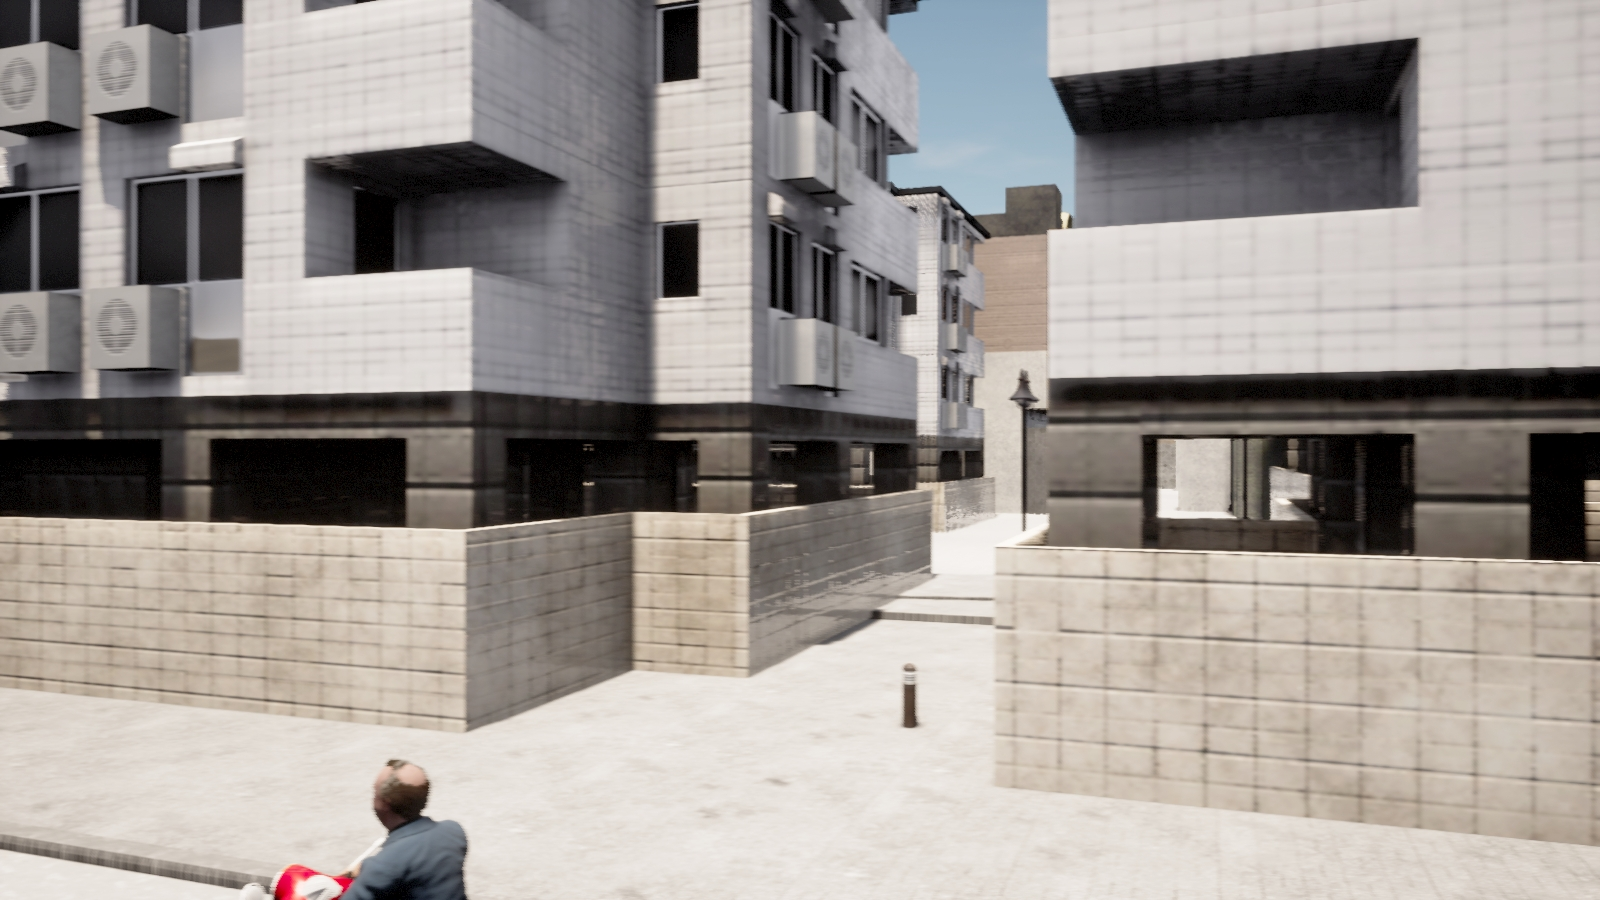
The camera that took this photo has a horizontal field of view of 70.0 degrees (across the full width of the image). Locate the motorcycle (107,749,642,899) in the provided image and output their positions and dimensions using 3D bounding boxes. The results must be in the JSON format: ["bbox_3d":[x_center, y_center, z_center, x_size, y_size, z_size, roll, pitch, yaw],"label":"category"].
[{"bbox_3d":[-1.619,1.962,4.406,1.805,1.236,0.856,0,0,20],"label":"motorcycle"}]
